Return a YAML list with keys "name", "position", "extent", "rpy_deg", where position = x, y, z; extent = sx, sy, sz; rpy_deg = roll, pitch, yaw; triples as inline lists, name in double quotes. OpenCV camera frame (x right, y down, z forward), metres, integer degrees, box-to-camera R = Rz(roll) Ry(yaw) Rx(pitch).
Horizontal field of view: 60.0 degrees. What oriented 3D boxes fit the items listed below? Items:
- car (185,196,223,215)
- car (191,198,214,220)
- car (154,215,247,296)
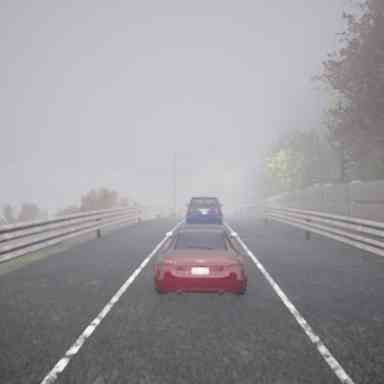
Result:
- name: "car"
  position: [0.760, 1.310, 21.088]
  extent: [2.150, 2.045, 5.566]
  rpy_deg: [0, -2, 2]
- name: "car"
  position: [1.144, 1.738, 33.689]
  extent: [2.150, 2.045, 5.566]
  rpy_deg: [0, -3, 3]
- name: "car"
  position: [0.244, 1.520, 8.538]
  extent: [1.994, 1.385, 4.181]
  rpy_deg: [0, 0, 2]
